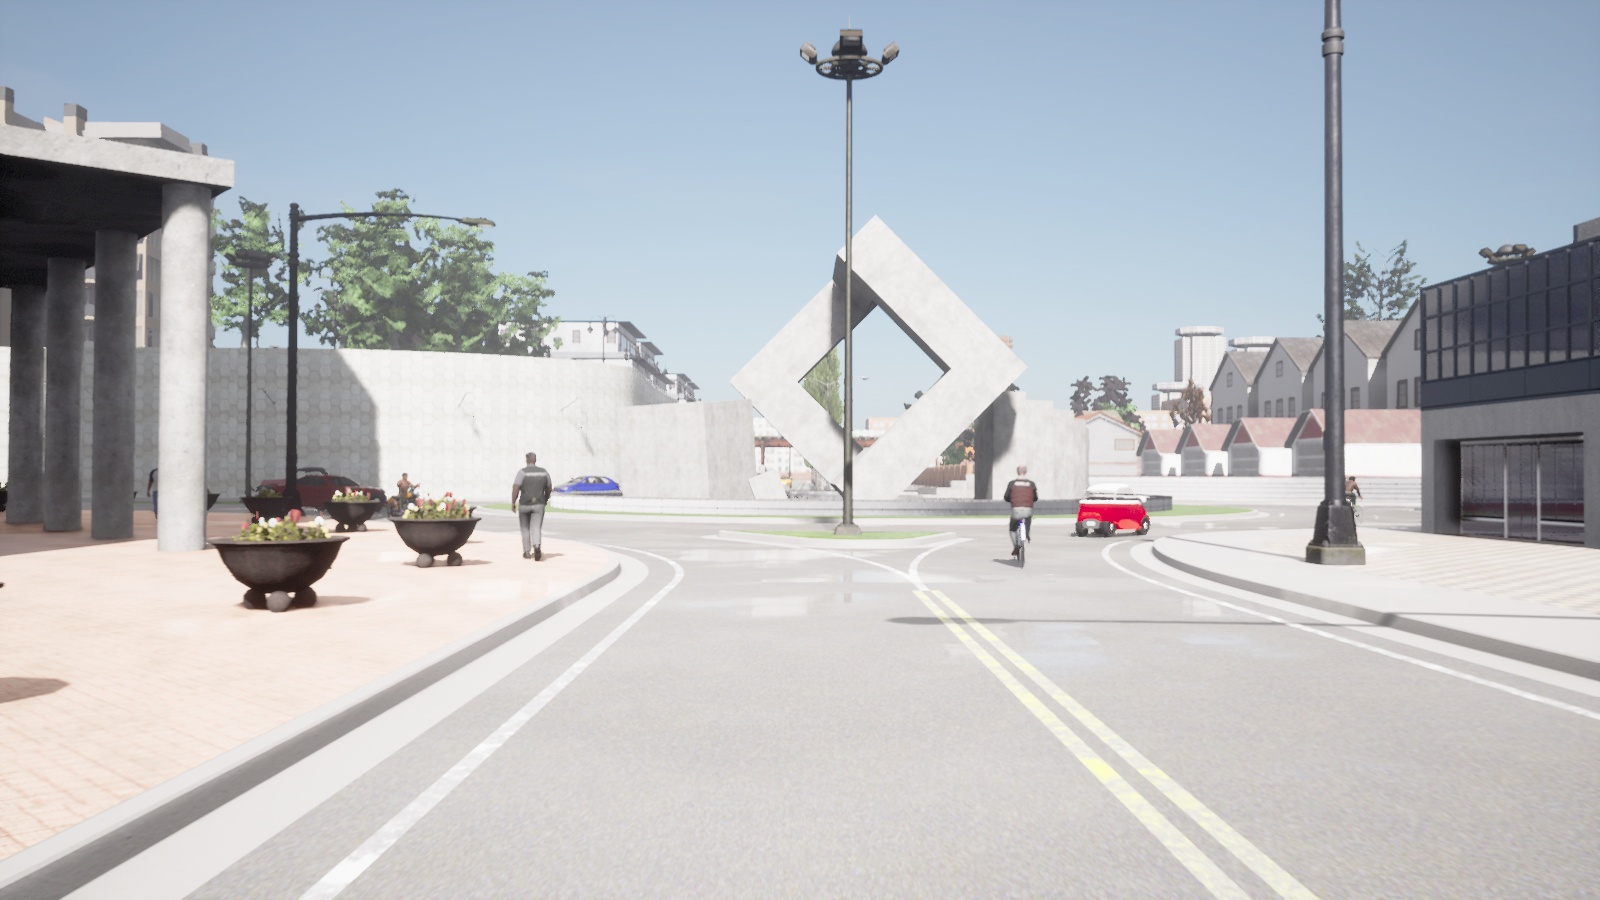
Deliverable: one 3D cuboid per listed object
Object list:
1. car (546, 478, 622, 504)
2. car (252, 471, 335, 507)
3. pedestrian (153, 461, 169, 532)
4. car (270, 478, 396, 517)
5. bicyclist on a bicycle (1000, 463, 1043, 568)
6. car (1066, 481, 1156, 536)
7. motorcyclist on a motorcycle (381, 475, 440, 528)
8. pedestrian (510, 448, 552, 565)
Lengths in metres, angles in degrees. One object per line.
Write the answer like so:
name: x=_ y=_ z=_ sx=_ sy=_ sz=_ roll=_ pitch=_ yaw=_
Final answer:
car: x=-12.870 y=2.410 z=74.954 sx=4.193 sy=1.474 sz=1.816 roll=1 pitch=-2 yaw=-43
car: x=-27.030 y=2.090 z=67.119 sx=3.866 sy=1.878 sz=1.905 roll=0 pitch=-1 yaw=-15
pedestrian: x=-16.741 y=1.223 z=32.904 sx=0.354 sy=1.836 sz=0.706 roll=0 pitch=-1 yaw=-28
car: x=-19.054 y=1.916 z=51.213 sx=5.008 sy=1.535 sz=1.882 roll=-1 pitch=-1 yaw=27
bicyclist on a bicycle: x=3.905 y=1.128 z=22.251 sx=0.659 sy=1.776 sz=1.843 roll=0 pitch=-1 yaw=7
car: x=8.206 y=1.516 z=33.091 sx=1.481 sy=1.376 sz=2.207 roll=-2 pitch=-1 yaw=40
motorcyclist on a motorcycle: x=-12.660 y=1.651 z=40.756 sx=2.350 sy=1.649 sz=0.766 roll=-1 pitch=-2 yaw=44
pedestrian: x=-4.450 y=0.918 z=20.782 sx=0.563 sy=1.883 sz=0.849 roll=0 pitch=-1 yaw=-20
